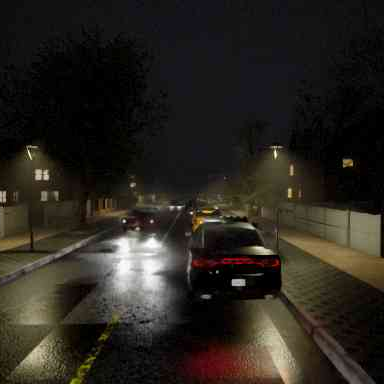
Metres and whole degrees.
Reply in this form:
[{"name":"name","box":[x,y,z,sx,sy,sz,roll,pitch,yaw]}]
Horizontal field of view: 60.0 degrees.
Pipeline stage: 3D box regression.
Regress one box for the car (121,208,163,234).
[{"name":"car","box":[-2.804,1.604,19.459,1.895,1.301,4.718,0,0,0]}]

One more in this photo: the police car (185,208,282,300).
[{"name":"police car","box":[0.844,1.427,8.578,1.930,1.638,5.238,0,0,0]}]

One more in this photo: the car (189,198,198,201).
[{"name":"car","box":[0.884,1.459,24.661,1.801,1.575,5.366,0,0,0]}]

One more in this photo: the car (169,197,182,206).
[{"name":"car","box":[-2.619,1.555,53.325,1.994,1.385,4.181,0,0,0]}]

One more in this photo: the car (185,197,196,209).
[{"name":"car","box":[0.130,1.489,45.101,2.128,1.511,4.902,0,0,1]}]

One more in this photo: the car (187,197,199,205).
[{"name":"car","box":[0.143,1.535,58.457,2.033,1.411,5.357,0,0,0]}]

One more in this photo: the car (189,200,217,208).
[{"name":"car","box":[0.869,1.458,18.660,1.801,1.575,5.366,0,0,0]}]
